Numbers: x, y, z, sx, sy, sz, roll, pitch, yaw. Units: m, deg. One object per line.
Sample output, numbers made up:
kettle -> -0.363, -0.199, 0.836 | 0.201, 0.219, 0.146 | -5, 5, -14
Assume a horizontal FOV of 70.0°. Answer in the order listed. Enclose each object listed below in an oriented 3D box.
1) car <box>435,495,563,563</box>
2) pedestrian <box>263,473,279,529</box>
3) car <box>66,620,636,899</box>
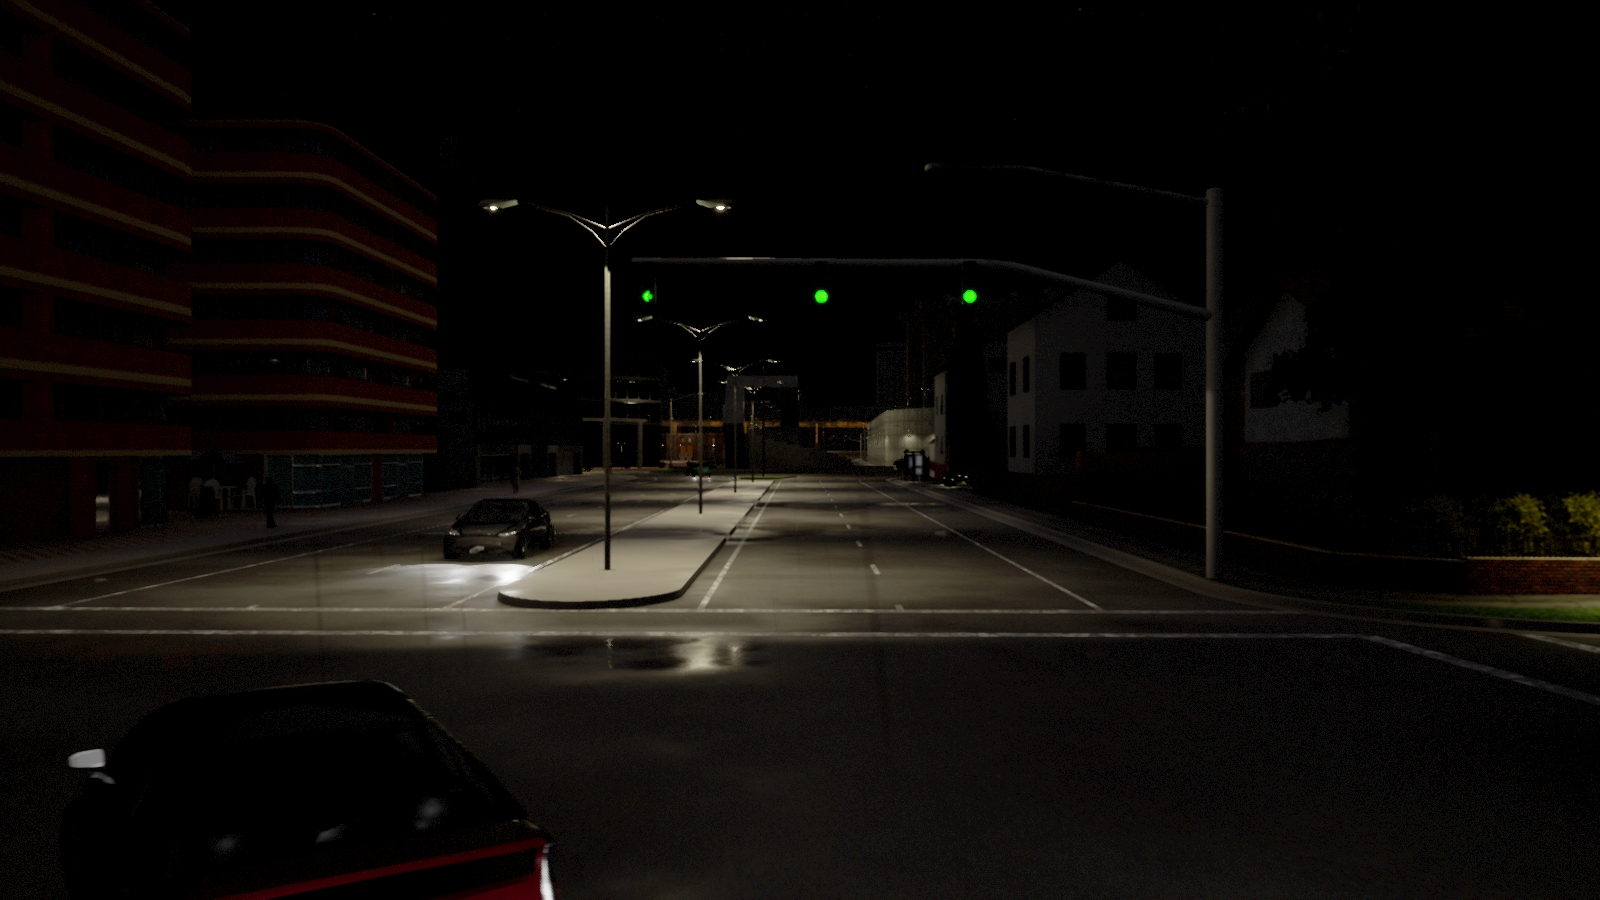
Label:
car -> -7.958, 2.057, 30.712 | 2.163, 1.488, 4.792 | 0, 0, 0
pedestrian -> -17.689, 1.689, 38.181 | 0.375, 1.860, 0.375 | 0, 0, -5
car -> -2.753, 2.038, 6.152 | 2.007, 1.525, 4.514 | 0, 0, -33
